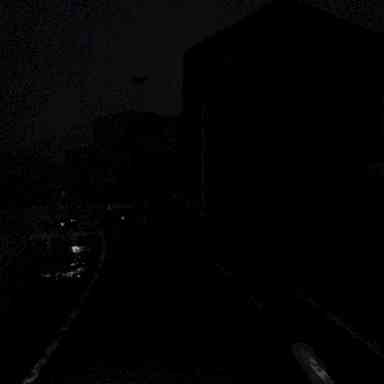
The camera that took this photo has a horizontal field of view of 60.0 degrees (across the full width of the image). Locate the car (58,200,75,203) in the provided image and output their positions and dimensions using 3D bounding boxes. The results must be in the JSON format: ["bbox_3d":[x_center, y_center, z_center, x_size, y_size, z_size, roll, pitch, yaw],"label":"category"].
[{"bbox_3d":[-14.694,1.836,38.365,2.097,1.767,4.553,-3,0,-39],"label":"car"}]

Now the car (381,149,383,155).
[{"bbox_3d":[33.717,-6.347,55.797,2.002,1.452,4.674,0,2,10],"label":"car"}]

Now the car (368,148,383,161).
[{"bbox_3d":[34.670,-6.825,61.188,2.435,2.045,5.566,0,2,10],"label":"car"}]

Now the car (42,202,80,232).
[{"bbox_3d":[-8.332,1.630,21.126,1.837,1.490,4.892,-1,-1,-23],"label":"car"}]

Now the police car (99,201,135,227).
[{"bbox_3d":[-5.400,1.486,23.543,1.930,1.638,5.238,-1,0,-23],"label":"police car"}]
